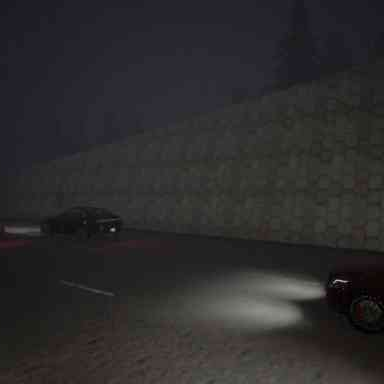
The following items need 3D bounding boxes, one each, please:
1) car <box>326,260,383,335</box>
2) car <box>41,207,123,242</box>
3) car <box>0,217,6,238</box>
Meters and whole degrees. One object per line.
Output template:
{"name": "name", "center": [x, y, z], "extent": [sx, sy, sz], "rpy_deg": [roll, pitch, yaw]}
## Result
{"name": "car", "center": [4.545, 1.525, 5.049], "extent": [4.674, 1.442, 1.812], "rpy_deg": [0, 0, 35]}
{"name": "car", "center": [-5.574, 1.502, 16.569], "extent": [4.902, 1.511, 2.128], "rpy_deg": [0, 0, 36]}
{"name": "car", "center": [-11.022, 1.491, 16.156], "extent": [5.008, 1.535, 1.882], "rpy_deg": [0, 0, 36]}
